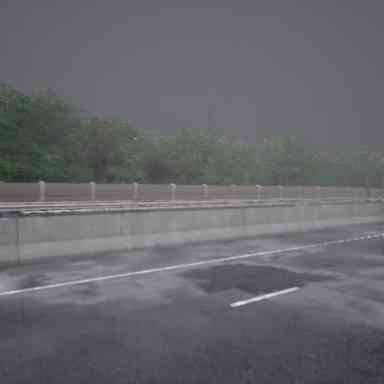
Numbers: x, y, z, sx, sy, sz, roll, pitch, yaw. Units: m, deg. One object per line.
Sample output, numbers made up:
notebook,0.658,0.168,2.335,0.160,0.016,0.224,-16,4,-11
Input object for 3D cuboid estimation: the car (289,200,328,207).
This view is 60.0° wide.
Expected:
car,9.464,1.472,27.902,5.008,1.535,1.882,0,0,-35

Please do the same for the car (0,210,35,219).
car,-8.806,1.542,14.907,5.357,1.411,2.033,0,0,-35
